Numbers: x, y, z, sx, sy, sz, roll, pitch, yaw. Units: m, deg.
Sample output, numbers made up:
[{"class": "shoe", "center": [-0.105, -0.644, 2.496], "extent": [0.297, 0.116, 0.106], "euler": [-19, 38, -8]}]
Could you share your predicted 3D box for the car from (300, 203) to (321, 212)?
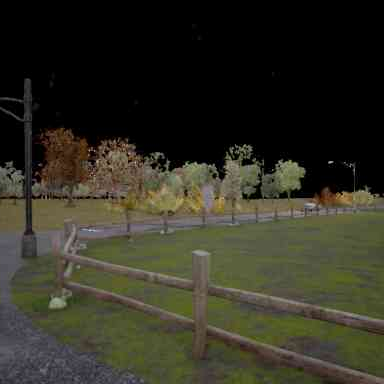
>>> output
[{"class": "car", "center": [18.940, 2.448, 52.927], "extent": [2.033, 1.411, 5.357], "euler": [-1, -2, 40]}]
